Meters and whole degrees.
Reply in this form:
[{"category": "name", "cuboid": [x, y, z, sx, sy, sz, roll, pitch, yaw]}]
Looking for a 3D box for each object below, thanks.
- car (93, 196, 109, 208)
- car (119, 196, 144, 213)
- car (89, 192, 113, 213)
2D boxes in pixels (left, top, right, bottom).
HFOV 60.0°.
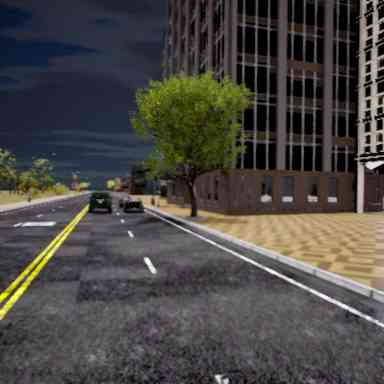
[{"category": "car", "cuboid": [-12.154, 1.255, 44.546, 2.033, 1.411, 5.357, 1, 0, -15]}, {"category": "car", "cuboid": [-6.072, 1.314, 34.349, 2.128, 1.511, 4.902, 1, 0, -15]}, {"category": "car", "cuboid": [-9.199, 1.002, 33.535, 2.150, 2.045, 5.566, 1, 0, -14]}]
